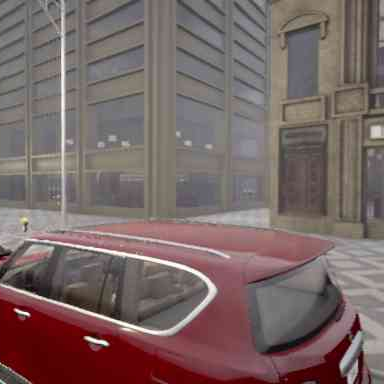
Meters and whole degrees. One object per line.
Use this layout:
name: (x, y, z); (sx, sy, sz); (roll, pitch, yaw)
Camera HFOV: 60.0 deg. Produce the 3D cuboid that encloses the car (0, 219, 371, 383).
car: (-0.847, 1.238, 3.639); (5.009, 1.841, 2.192); (1, 2, 37)
